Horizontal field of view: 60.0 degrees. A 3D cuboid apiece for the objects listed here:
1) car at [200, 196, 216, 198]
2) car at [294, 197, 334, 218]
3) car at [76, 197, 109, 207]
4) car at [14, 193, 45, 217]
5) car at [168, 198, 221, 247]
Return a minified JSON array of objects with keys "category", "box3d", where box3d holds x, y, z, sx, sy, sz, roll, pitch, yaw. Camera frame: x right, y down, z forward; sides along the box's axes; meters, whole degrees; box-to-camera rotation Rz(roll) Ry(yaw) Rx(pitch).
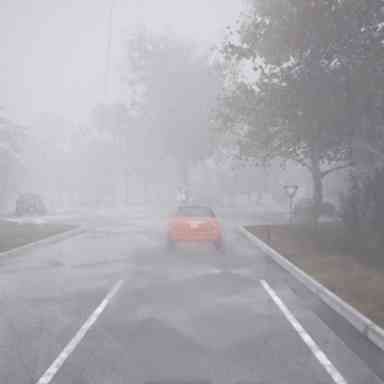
[{"category":"car","box3d":[2.313,1.342,55.180,5.008,1.535,1.882,0,0,13]},{"category":"car","box3d":[10.882,1.261,29.361,2.097,1.767,4.553,0,0,44]},{"category":"car","box3d":[-14.593,1.450,48.835,1.895,1.301,4.718,0,0,37]},{"category":"car","box3d":[-15.144,1.126,30.875,2.150,2.045,5.566,-1,1,-31]},{"category":"car","box3d":[0.166,1.305,14.819,2.097,1.767,4.553,0,0,2]}]
